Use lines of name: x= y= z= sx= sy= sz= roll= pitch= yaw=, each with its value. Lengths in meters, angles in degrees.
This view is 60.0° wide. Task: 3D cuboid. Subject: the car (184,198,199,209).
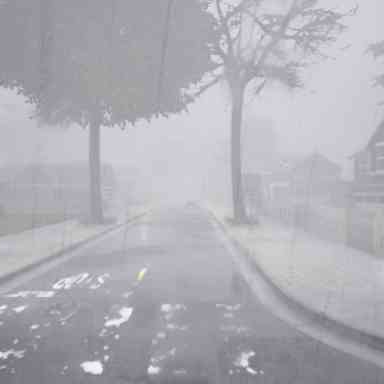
car: x=-0.014 y=1.484 z=43.776 sx=1.812 sy=1.442 sz=4.674 roll=0 pitch=0 yaw=0
